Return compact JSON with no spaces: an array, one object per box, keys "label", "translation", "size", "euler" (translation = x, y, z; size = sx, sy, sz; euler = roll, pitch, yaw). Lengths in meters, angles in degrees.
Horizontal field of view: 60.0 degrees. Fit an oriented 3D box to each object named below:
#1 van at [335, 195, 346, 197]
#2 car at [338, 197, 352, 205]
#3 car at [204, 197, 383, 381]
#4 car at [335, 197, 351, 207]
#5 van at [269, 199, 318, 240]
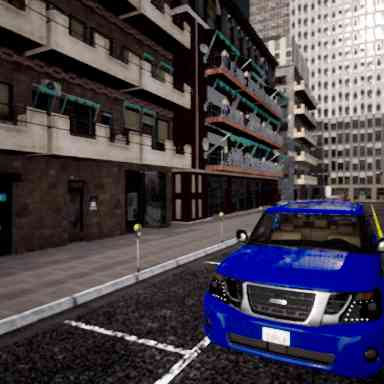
[{"label":"van","translation":[15.802,1.315,37.106],"size":[1.690,1.788,3.998],"euler":[-1,0,28]},{"label":"car","translation":[26.164,1.500,56.736],"size":[1.887,1.381,4.507],"euler":[-1,0,28]},{"label":"car","translation":[2.223,1.218,6.055],"size":[2.150,2.045,5.566],"euler":[0,0,28]},{"label":"car","translation":[23.574,1.525,51.828],"size":[1.947,1.339,4.313],"euler":[-1,0,28]},{"label":"van","translation":[5.443,1.330,17.475],"size":[1.690,1.788,3.998],"euler":[-1,0,28]}]
